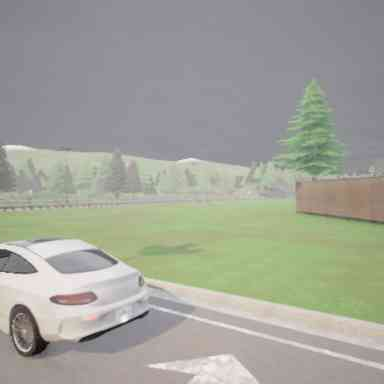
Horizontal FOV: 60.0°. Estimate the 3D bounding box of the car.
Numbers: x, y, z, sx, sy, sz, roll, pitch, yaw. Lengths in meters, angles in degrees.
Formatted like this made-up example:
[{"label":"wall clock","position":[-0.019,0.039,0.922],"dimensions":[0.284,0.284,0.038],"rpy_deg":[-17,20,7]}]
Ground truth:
[{"label":"car","position":[-2.842,1.554,6.017],"dimensions":[4.674,1.442,1.812],"rpy_deg":[-1,0,35]}]
